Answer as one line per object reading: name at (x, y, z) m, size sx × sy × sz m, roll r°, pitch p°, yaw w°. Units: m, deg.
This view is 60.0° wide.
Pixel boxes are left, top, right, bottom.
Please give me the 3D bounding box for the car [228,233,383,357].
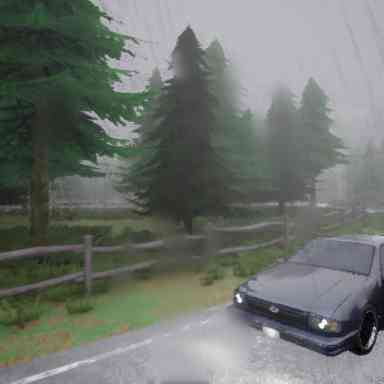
car at (3.086, 1.536, 6.332) m, size 5.357 × 1.411 × 2.033 m, roll 0°, pitch 0°, yaw -41°
